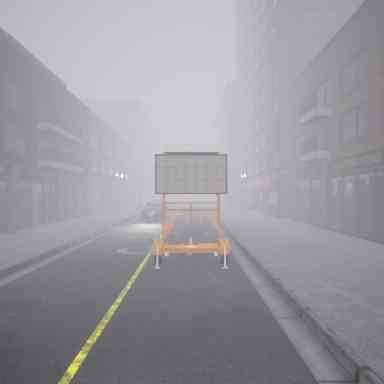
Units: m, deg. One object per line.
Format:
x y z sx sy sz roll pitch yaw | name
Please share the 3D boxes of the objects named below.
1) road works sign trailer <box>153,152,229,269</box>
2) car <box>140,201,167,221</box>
-0.027 0.467 11.172 2.380 3.560 2.880 0 0 0 | road works sign trailer
-3.085 1.503 27.542 2.128 1.511 4.902 0 0 0 | car
